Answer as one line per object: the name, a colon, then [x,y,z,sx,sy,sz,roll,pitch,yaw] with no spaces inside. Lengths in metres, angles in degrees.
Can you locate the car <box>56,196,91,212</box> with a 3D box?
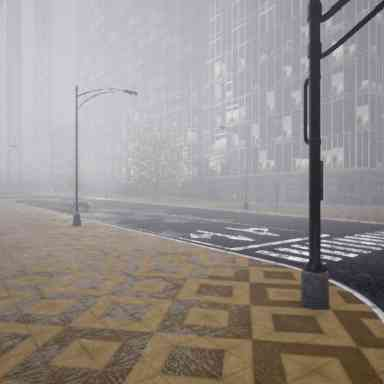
car: [-11.000,1.042,30.748,1.895,1.301,4.718,0,1,-38]
